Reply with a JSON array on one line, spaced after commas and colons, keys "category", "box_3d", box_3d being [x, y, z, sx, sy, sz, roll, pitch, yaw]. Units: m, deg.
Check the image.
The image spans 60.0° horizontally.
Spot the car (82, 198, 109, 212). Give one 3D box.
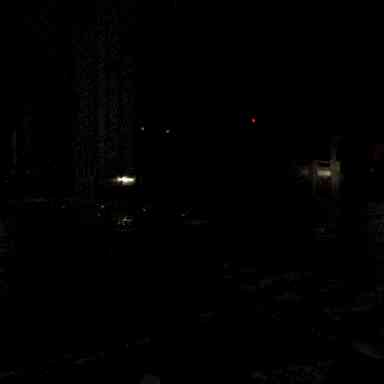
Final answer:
[{"category": "car", "box_3d": [-11.046, 1.397, 38.049, 2.128, 1.511, 4.902, -1, 0, -35]}]

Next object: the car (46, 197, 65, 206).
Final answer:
[{"category": "car", "box_3d": [-22.204, 1.572, 53.862, 2.033, 1.411, 5.357, -1, 0, -35]}]

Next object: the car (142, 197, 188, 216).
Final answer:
[{"category": "car", "box_3d": [-2.652, 1.317, 31.704, 2.128, 1.511, 4.902, -1, 0, -35]}]

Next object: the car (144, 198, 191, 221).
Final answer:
[{"category": "car", "box_3d": [-1.994, 1.361, 25.367, 1.812, 1.442, 4.674, -1, 0, -37]}]
